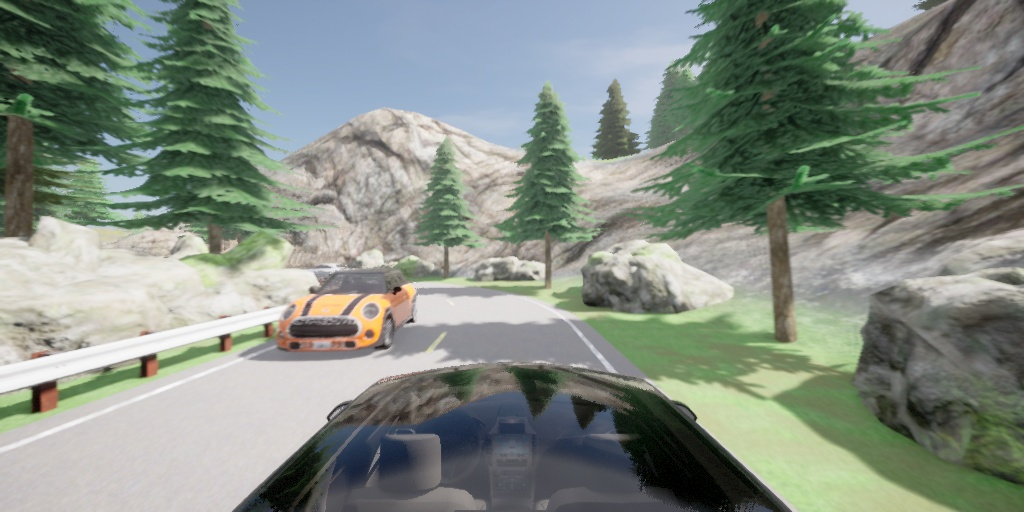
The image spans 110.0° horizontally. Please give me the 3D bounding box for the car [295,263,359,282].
[{"bbox_3d":[-15.046,1.315,29.215,4.674,1.442,1.812,0,0,17],"label":"car"}]

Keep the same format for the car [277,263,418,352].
[{"bbox_3d":[-3.794,1.112,9.070,2.097,1.767,4.553,0,0,-5],"label":"car"}]
